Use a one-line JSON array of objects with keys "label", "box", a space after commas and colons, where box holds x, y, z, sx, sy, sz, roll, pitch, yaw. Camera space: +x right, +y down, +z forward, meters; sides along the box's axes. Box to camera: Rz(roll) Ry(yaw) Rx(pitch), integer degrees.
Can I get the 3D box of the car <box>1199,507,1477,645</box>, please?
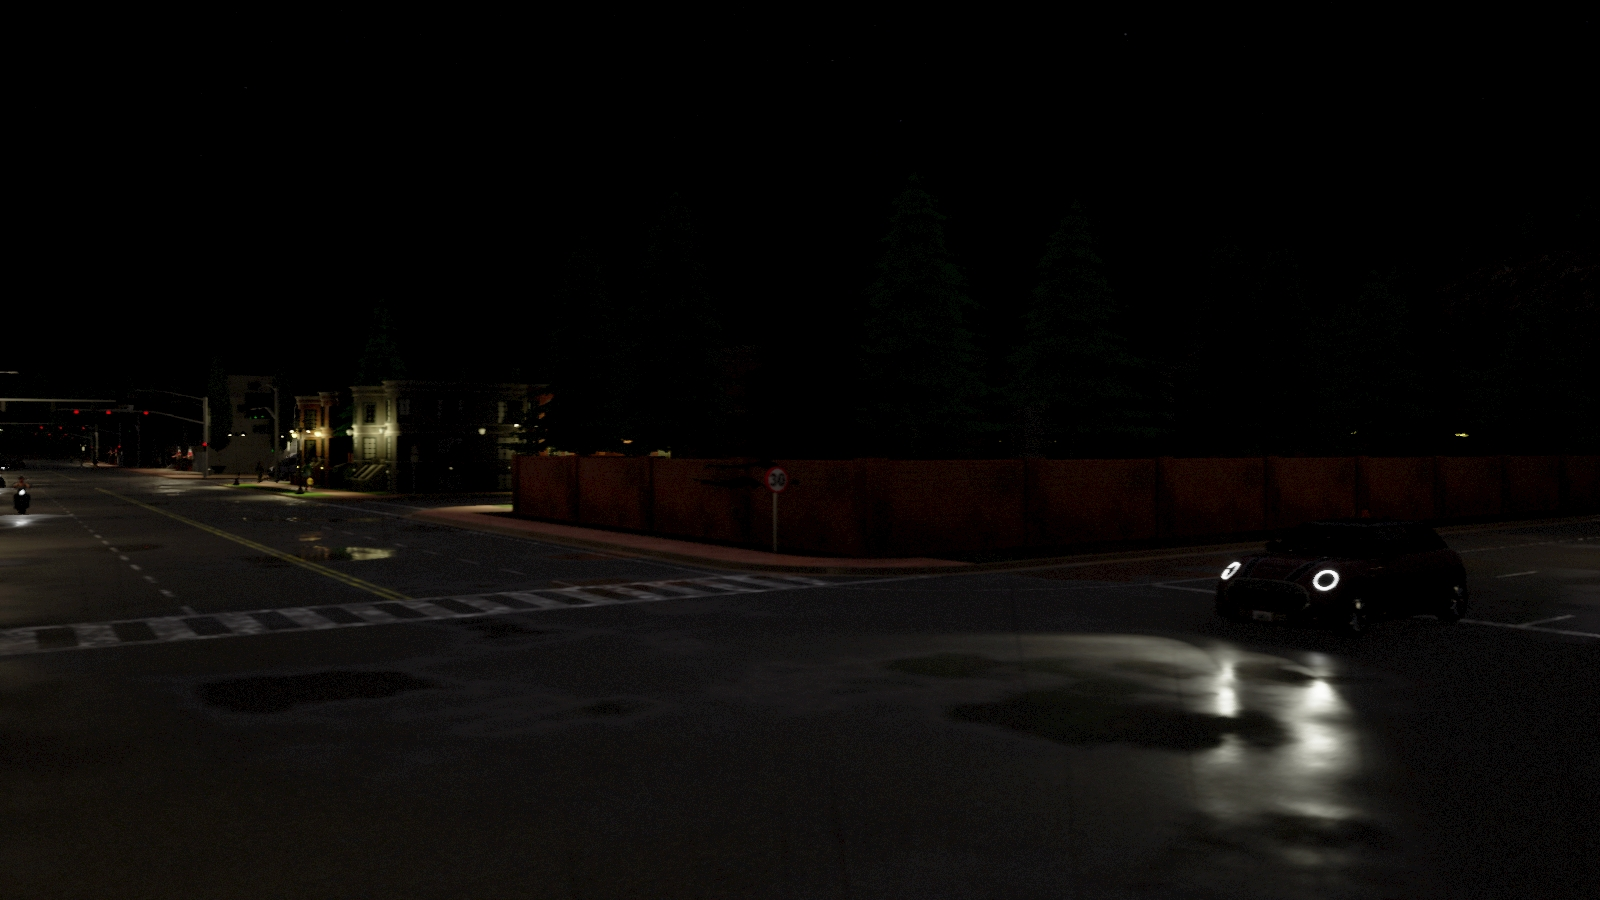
[{"label": "car", "box": [8.758, 1.907, 18.486, 4.553, 1.767, 2.097, 0, 0, -35]}]
